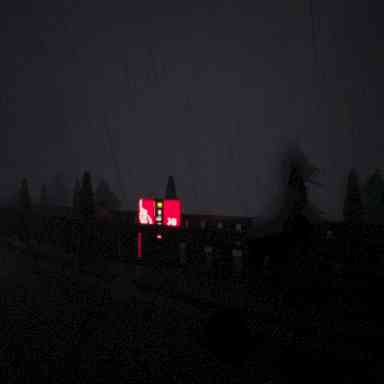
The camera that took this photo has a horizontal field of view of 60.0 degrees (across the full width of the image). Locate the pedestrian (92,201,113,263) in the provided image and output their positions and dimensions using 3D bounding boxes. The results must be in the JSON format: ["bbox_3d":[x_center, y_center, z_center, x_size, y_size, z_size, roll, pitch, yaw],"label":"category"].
[{"bbox_3d":[-2.649,1.141,9.830,0.375,1.860,0.375,0,0,41],"label":"pedestrian"}]

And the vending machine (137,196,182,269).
[{"bbox_3d":[-1.009,1.195,10.380,0.880,2.100,1.100,0,0,41],"label":"vending machine"}]
